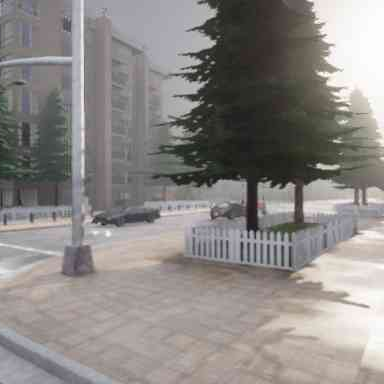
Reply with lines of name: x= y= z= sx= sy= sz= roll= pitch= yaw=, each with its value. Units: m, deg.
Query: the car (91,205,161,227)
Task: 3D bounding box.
car: x=-4.427 y=1.600 z=23.421 sx=2.033 sy=1.411 sz=5.357 roll=0 pitch=0 yaw=34

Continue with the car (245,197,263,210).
car: x=7.273 y=1.407 z=40.761 sx=2.097 sy=1.767 sz=4.553 roll=0 pitch=0 yaw=34

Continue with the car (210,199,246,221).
car: x=3.187 y=1.572 z=28.169 sx=1.812 sy=1.442 sz=4.674 roll=0 pitch=0 yaw=34
